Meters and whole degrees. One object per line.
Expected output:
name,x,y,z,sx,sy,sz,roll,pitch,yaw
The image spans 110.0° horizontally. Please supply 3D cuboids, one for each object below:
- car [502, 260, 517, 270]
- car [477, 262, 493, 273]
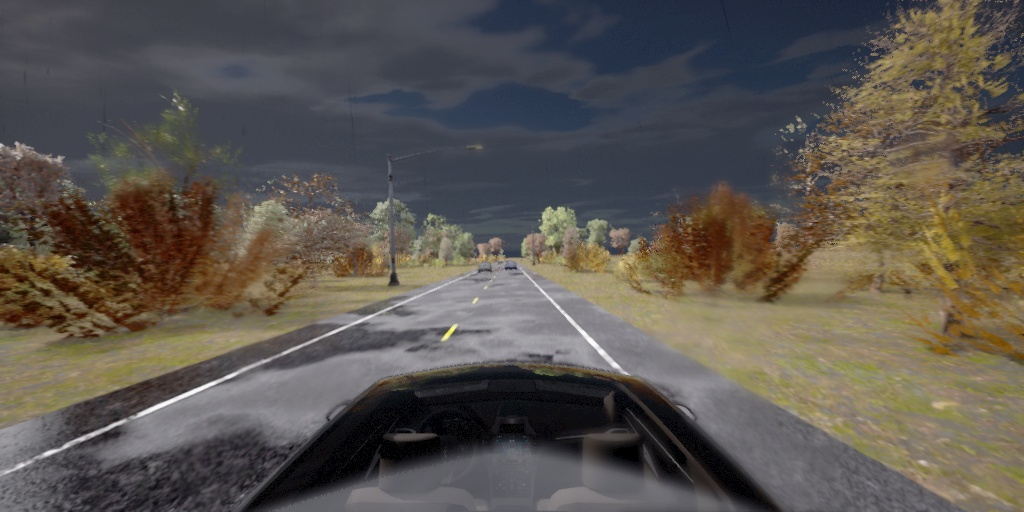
car,-0.149,1.586,59.532,1.994,1.385,4.181,-2,0,0
car,-3.754,1.614,50.545,1.837,1.490,4.892,-2,0,0
